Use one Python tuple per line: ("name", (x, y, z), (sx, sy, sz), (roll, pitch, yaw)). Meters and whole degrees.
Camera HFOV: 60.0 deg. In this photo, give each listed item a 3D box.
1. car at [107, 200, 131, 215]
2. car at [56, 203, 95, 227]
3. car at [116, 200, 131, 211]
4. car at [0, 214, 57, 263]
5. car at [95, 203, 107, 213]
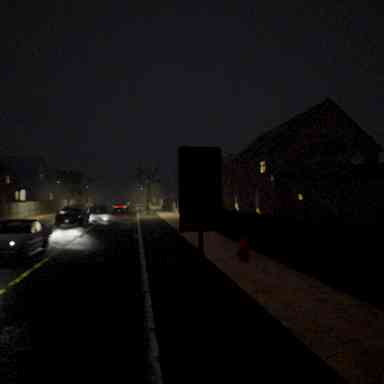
("car", (-8.167, 1.818, 38.250), (2.128, 1.511, 4.902), (0, -1, -9))
("car", (-8.812, 1.715, 24.751), (2.128, 1.511, 4.902), (0, -1, -10))
("car", (-9.891, 1.939, 48.172), (1.837, 1.490, 4.892), (0, -1, -9))
("car", (-6.736, 1.725, 12.477), (1.895, 1.301, 4.718), (0, 0, -10))
("car", (-11.635, 1.992, 41.967), (1.895, 1.301, 4.718), (0, -1, -10))
